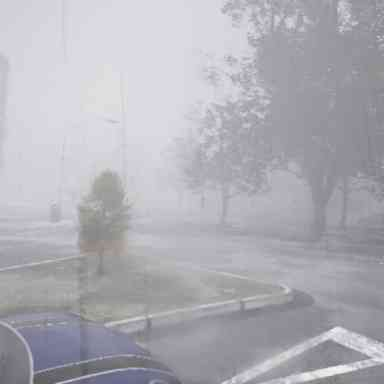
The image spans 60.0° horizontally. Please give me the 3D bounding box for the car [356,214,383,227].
[{"bbox_3d":[27.040,4.187,48.421,5.566,2.045,2.150,2,-2,31],"label":"car"}]

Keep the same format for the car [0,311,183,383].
[{"bbox_3d":[-2.089,1.335,1.640,4.553,1.767,2.097,1,0,-36],"label":"car"}]

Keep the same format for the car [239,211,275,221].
[{"bbox_3d":[9.872,3.599,50.415,5.357,1.411,2.033,4,-2,-15],"label":"car"}]
